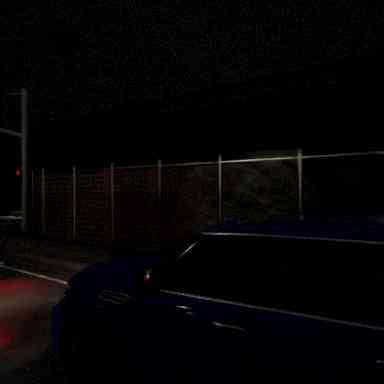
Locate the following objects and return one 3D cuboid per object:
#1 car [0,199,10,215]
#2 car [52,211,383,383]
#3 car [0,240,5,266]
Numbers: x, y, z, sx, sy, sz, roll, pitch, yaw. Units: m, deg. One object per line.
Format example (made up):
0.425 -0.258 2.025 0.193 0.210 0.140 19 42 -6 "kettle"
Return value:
-20.160 1.407 31.891 2.097 1.767 4.553 0 0 37 "car"
0.953 1.221 3.310 5.566 2.045 2.150 0 0 35 "car"
-7.061 1.492 9.027 4.902 1.511 2.128 0 0 33 "car"
